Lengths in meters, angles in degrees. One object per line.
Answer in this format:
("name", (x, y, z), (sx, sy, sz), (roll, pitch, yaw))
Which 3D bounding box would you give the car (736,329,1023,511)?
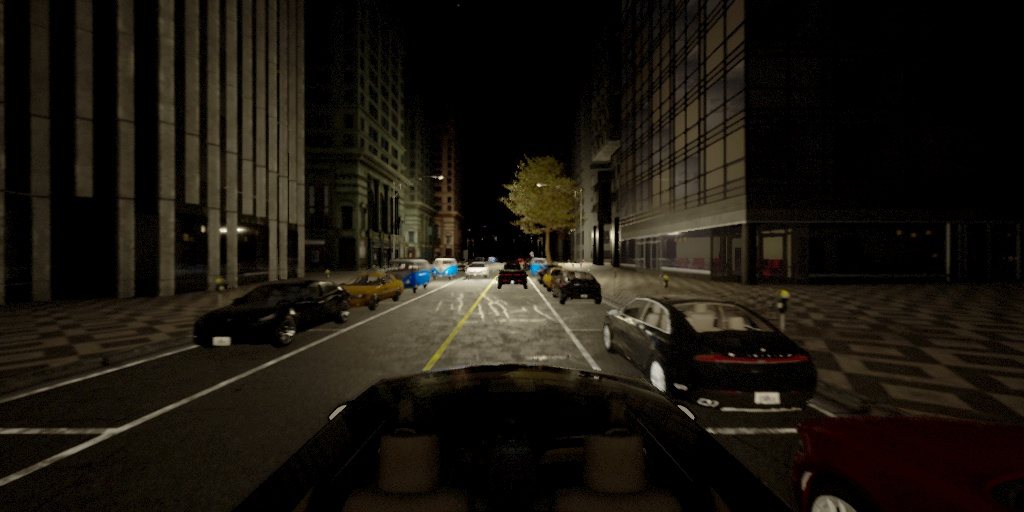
("car", (2.762, 1.295, 0.619), (1.888, 1.381, 4.507), (0, 0, 0))

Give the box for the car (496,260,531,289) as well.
("car", (0.056, 1.259, 23.318), (1.837, 1.490, 4.892), (0, 0, 1))

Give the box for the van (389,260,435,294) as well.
("van", (-5.760, 1.093, 20.125), (1.690, 1.789, 3.998), (0, 0, 0))

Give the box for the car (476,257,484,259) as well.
("car", (-5.755, 1.336, 58.018), (1.948, 1.339, 4.313), (0, 0, 0))

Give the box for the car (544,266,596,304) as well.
("car", (2.765, 1.302, 15.936), (2.007, 1.370, 4.403), (0, 0, 0))

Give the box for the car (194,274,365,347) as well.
("car", (-5.761, 1.316, 9.298), (1.948, 1.339, 4.313), (0, 0, 0))

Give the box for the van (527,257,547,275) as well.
("van", (2.767, 1.098, 37.092), (1.690, 1.789, 3.998), (0, 0, 0))

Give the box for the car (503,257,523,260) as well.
("car", (0.103, 1.240, 47.246), (1.882, 1.535, 5.008), (0, 0, 0))

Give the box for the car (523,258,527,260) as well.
("car", (2.769, 1.314, 47.669), (2.007, 1.370, 4.403), (0, 0, 0))

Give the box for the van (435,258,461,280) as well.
("van", (-5.759, 1.096, 30.952), (1.690, 1.789, 3.998), (0, 0, 0))

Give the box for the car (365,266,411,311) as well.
("car", (-5.761, 1.276, 14.542), (1.751, 1.417, 4.829), (0, 0, 0))

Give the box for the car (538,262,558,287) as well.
("car", (2.765, 1.278, 21.394), (1.751, 1.417, 4.829), (0, 0, 0))

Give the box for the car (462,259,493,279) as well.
("car", (-3.040, 1.281, 32.228), (1.812, 1.442, 4.674), (0, 0, 1))

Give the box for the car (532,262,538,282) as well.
("car", (2.766, 1.319, 26.514), (1.948, 1.339, 4.313), (0, 0, 0))

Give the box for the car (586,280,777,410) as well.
("car", (2.763, 1.301, 6.064), (2.007, 1.370, 4.403), (0, 0, 0))
